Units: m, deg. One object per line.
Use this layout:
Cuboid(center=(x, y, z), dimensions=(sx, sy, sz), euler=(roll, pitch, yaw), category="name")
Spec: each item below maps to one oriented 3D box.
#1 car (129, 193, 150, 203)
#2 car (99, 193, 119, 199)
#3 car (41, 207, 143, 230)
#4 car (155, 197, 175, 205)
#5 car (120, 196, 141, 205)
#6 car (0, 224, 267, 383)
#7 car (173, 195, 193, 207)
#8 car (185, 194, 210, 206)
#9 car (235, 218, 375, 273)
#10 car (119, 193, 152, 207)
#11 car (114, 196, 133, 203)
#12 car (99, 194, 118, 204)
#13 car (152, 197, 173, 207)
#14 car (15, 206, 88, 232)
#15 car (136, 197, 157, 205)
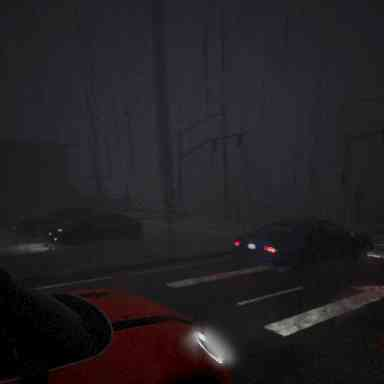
Cuboid(center=(-11.549, 1.295, 72.533), dimensions=(2.150, 2.045, 5.566), euler=(0, 0, -36), category="car")
Cuboid(center=(-14.603, 1.270, 58.798), dimensions=(2.150, 2.045, 5.566), euler=(0, 0, -36), category="car")
Cuboid(center=(-4.284, 1.575, 15.061), dimensions=(4.181, 1.385, 1.994), euler=(0, 0, -35), category="car")
Cuboid(center=(-5.267, 1.634, 63.851), dimensions=(1.994, 1.385, 4.181), euler=(0, 0, -37), category="car")
Cuboid(center=(-11.229, 1.560, 60.117), dimensions=(1.837, 1.490, 4.892), euler=(0, 0, -36), category="car")
Cuboid(center=(-1.826, 1.351, 2.444), dimensions=(4.553, 1.767, 2.097), euler=(0, 0, -36), category="car")
Cuboid(center=(-2.641, 1.610, 54.210), dimensions=(2.033, 1.411, 5.357), euler=(0, 0, -36), category="car")
Cuboid(center=(0.615, 1.292, 55.700), dimensions=(2.150, 2.045, 5.566), euler=(0, 0, -36), category="car")
Cuboid(center=(3.708, 1.567, 10.709), dimensions=(5.357, 1.411, 2.033), euler=(0, 0, -35), category="car")
Cuboid(center=(-8.671, 1.269, 50.594), dimensions=(2.150, 2.045, 5.566), euler=(0, 0, -35), category="car")
Cuboid(center=(-14.640, 1.541, 70.832), dimensions=(1.882, 1.535, 5.008), euler=(0, 0, -36), category="car")
Cuboid(center=(-17.241, 1.411, 68.458), dimensions=(2.097, 1.767, 4.553), euler=(0, 0, -36), category="car")
Cuboid(center=(-5.640, 1.603, 52.380), dimensions=(2.033, 1.411, 5.357), euler=(0, 0, -36), category="car")
Cuboid(center=(-6.662, 1.515, 17.664), dimensions=(4.892, 1.490, 1.837), euler=(0, 0, -35), category="car")
Cuboid(center=(-8.524, 1.664, 62.369), dimensions=(1.895, 1.301, 4.718), euler=(0, 0, -36), category="car")
